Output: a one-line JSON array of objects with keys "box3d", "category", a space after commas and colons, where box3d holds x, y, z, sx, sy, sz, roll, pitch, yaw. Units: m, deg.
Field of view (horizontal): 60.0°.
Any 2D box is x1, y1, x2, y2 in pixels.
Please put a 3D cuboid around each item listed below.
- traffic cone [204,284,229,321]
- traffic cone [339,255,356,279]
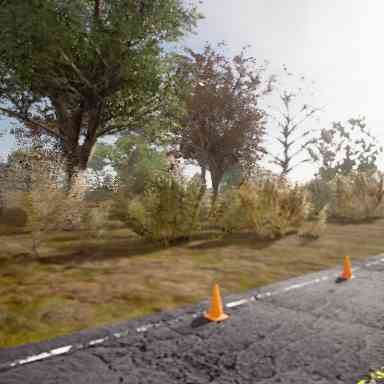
[{"box3d": [0.448, 1.995, 6.116, 0.340, 0.580, 0.340, 1, 0, -38], "category": "traffic cone"}, {"box3d": [4.288, 2.045, 9.175, 0.340, 0.580, 0.340, 1, 0, -39], "category": "traffic cone"}]
